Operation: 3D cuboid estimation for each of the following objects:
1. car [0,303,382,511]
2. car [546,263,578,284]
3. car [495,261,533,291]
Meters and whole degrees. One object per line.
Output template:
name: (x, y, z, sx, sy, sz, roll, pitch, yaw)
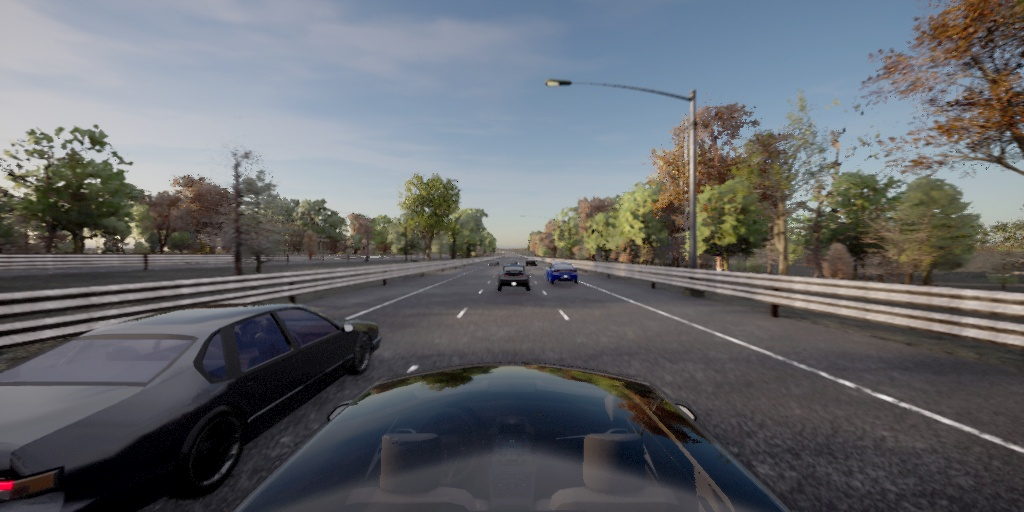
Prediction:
car: (-3.399, 1.297, 4.386, 2.033, 1.411, 5.357, 0, 0, 0)
car: (3.610, 1.218, 26.554, 1.882, 1.535, 5.008, 0, 0, 0)
car: (0.107, 1.249, 21.951, 1.837, 1.490, 4.892, 0, 0, 0)
